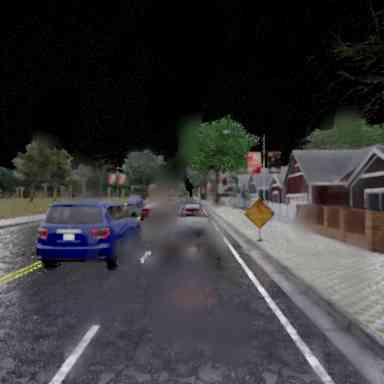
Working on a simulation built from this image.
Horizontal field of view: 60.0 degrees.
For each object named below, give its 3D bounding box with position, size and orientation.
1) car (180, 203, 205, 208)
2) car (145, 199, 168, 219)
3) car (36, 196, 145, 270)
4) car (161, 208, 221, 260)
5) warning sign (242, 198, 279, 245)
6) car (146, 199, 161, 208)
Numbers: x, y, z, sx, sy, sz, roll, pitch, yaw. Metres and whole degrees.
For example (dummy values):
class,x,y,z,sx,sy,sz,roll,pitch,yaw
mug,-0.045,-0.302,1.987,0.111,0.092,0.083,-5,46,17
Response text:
class,x,y,z,sx,sy,sz,roll,pitch,yaw
car,0.046,1.673,27.679,1.837,1.490,4.892,0,0,1
car,-3.196,1.652,28.824,1.882,1.535,5.008,0,0,0
car,-3.219,1.283,11.446,2.150,2.045,5.566,0,0,1
car,0.045,1.572,12.645,1.837,1.490,4.892,0,0,1
warning sign,2.831,1.189,13.942,1.300,1.860,1.060,-1,-2,0
car,-6.557,1.956,57.188,1.994,1.385,4.181,0,0,0
